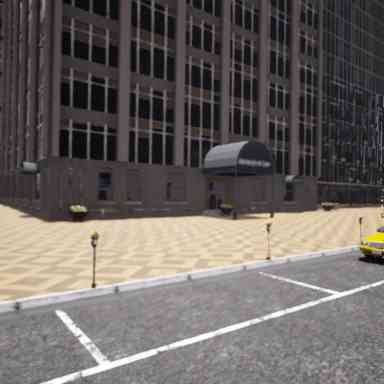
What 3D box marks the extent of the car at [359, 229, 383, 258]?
[{"bbox_3d":[7.999,1.661,12.258,4.829,1.417,1.752,1,0,-35],"label":"car"}]
